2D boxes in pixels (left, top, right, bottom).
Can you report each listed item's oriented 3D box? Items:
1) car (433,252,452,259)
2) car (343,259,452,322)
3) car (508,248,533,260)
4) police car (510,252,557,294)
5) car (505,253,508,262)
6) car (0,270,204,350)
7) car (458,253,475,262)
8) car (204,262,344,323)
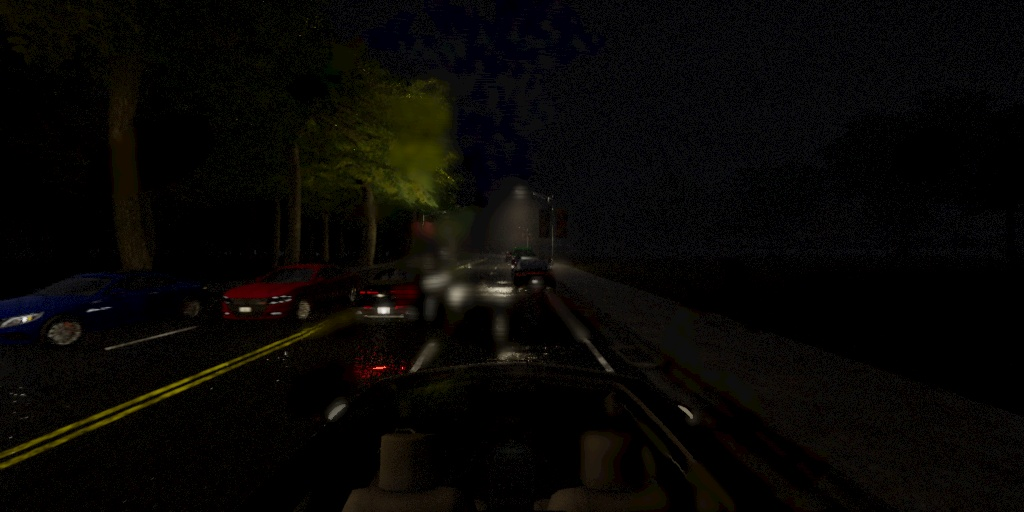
[{"bbox_3d":[-9.813,0.179,50.801,1.994,1.385,4.181,0,1,0],"label":"car"},{"bbox_3d":[-3.147,1.027,11.221,1.837,1.490,4.892,0,1,0],"label":"car"},{"bbox_3d":[0.979,0.501,27.035,2.097,1.767,4.553,0,1,0],"label":"car"},{"bbox_3d":[0.978,0.807,17.179,1.930,1.638,5.238,0,1,0],"label":"police car"},{"bbox_3d":[0.022,0.070,53.219,1.837,1.490,4.892,0,1,0],"label":"car"},{"bbox_3d":[-9.848,1.108,8.720,1.812,1.442,4.674,0,1,0],"label":"car"},{"bbox_3d":[-6.567,0.194,51.824,1.895,1.301,4.718,0,1,0],"label":"car"},{"bbox_3d":[-6.598,0.997,11.359,1.882,1.535,5.008,0,1,0],"label":"car"}]
